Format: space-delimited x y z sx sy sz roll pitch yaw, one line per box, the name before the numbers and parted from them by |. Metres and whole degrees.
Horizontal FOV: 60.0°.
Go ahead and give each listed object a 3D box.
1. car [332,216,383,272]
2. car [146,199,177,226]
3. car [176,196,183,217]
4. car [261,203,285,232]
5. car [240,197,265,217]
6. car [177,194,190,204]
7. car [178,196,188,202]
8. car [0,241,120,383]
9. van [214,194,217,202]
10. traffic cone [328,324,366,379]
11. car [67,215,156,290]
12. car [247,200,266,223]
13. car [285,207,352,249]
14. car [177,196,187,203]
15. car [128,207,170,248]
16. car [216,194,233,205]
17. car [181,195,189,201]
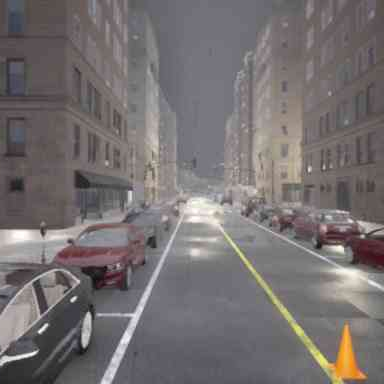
car | 5.774 1.581 9.036 1.887 1.381 4.507 0 0 0
car | -2.202 1.452 20.435 1.967 1.590 4.097 0 0 0
car | -2.152 1.464 31.799 1.967 1.590 4.097 0 0 0
car | 5.823 1.594 20.401 1.887 1.381 4.507 0 0 0
car | 5.873 1.376 31.765 2.192 1.841 5.009 0 0 0
car | -2.042 1.372 64.359 2.192 1.841 5.009 0 0 0
car | -1.991 1.618 75.366 2.008 1.369 4.403 0 0 0
car | -2.276 1.545 3.388 2.008 1.369 4.403 0 0 0
van | 6.092 1.440 69.828 1.690 1.788 3.998 0 0 0
traffic cone | 1.945 1.969 4.192 0.340 0.580 0.340 0 0 0
car | -2.251 1.545 9.070 1.887 1.381 4.507 0 0 0
car | 5.847 1.606 26.083 2.008 1.369 4.403 0 0 0
car | 5.799 1.483 14.719 1.967 1.590 4.097 0 0 0
car | -2.017 1.628 69.862 1.947 1.339 4.313 0 0 0
car | -2.227 1.572 14.753 1.947 1.339 4.313 0 0 0
car | 6.053 1.403 58.821 2.192 1.841 5.009 0 0 0
car | -1.913 1.628 91.877 1.887 1.381 4.507 0 0 0
